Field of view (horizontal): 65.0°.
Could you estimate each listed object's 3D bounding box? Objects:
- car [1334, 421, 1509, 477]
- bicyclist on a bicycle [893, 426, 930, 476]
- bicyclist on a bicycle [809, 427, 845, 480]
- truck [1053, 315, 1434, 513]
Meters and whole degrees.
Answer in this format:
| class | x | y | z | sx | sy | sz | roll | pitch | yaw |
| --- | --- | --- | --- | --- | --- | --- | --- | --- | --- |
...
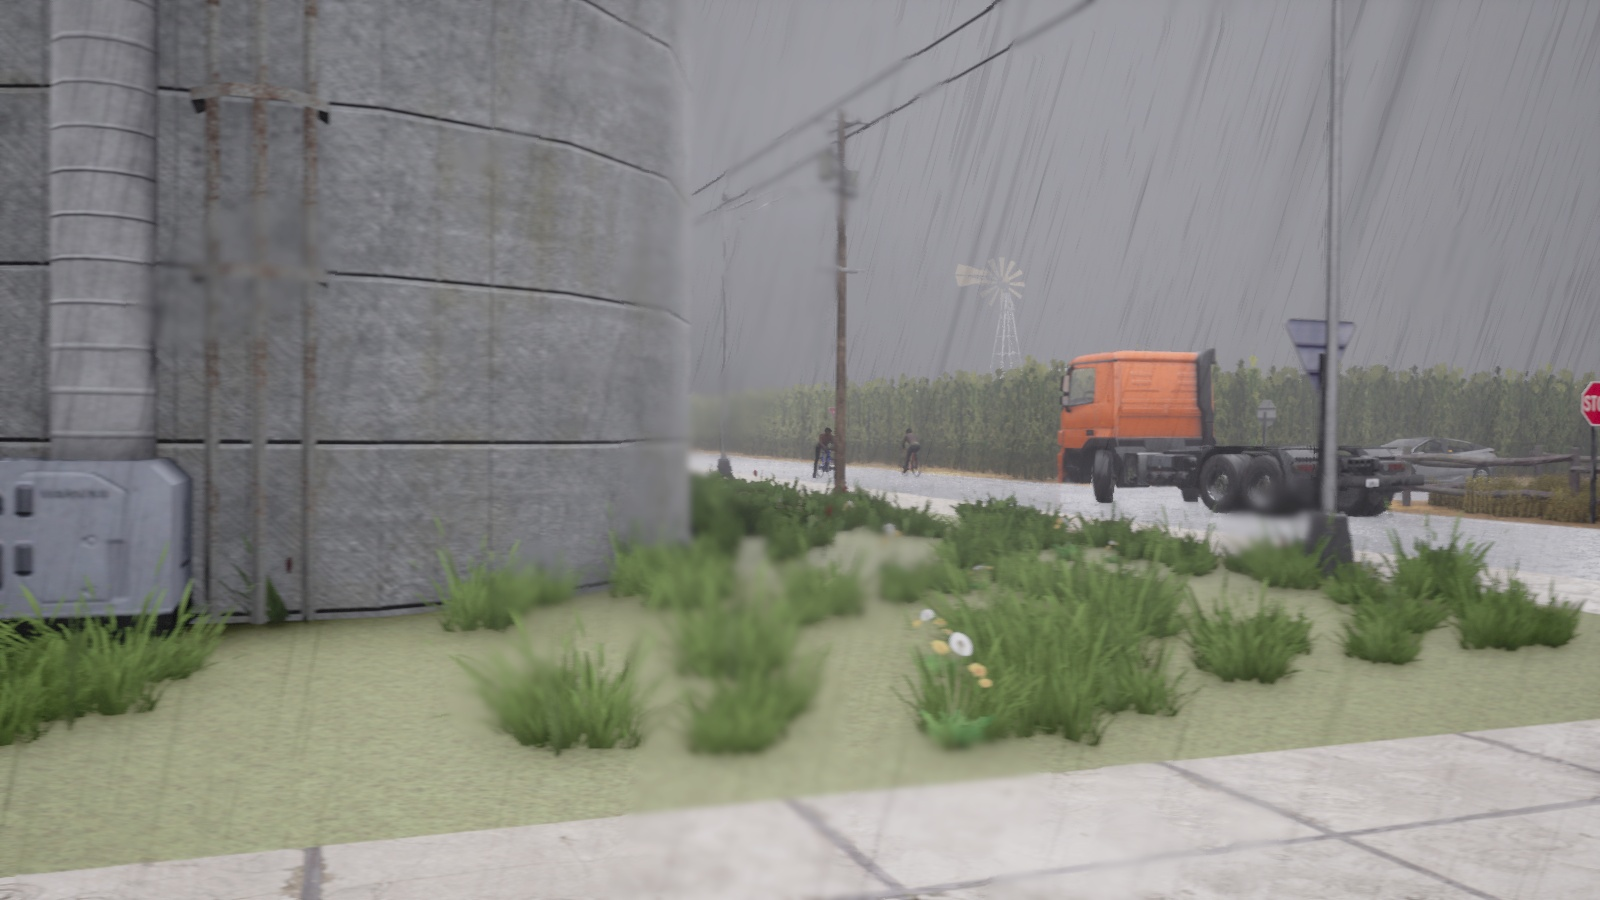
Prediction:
| class | x | y | z | sx | sy | sz | roll | pitch | yaw |
| --- | --- | --- | --- | --- | --- | --- | --- | --- | --- |
| car | 18.154 | -0.048 | 36.729 | 4.514 | 1.525 | 2.007 | -1 | 1 | -20 |
| bicyclist on a bicycle | 3.736 | 0.025 | 42.213 | 0.582 | 1.620 | 1.656 | -1 | 0 | -20 |
| bicyclist on a bicycle | 0.847 | 0.094 | 39.902 | 0.582 | 1.620 | 1.656 | -1 | 1 | -20 |
| truck | 8.762 | -0.704 | 26.147 | 2.891 | 3.462 | 7.936 | -2 | 1 | -22 |
